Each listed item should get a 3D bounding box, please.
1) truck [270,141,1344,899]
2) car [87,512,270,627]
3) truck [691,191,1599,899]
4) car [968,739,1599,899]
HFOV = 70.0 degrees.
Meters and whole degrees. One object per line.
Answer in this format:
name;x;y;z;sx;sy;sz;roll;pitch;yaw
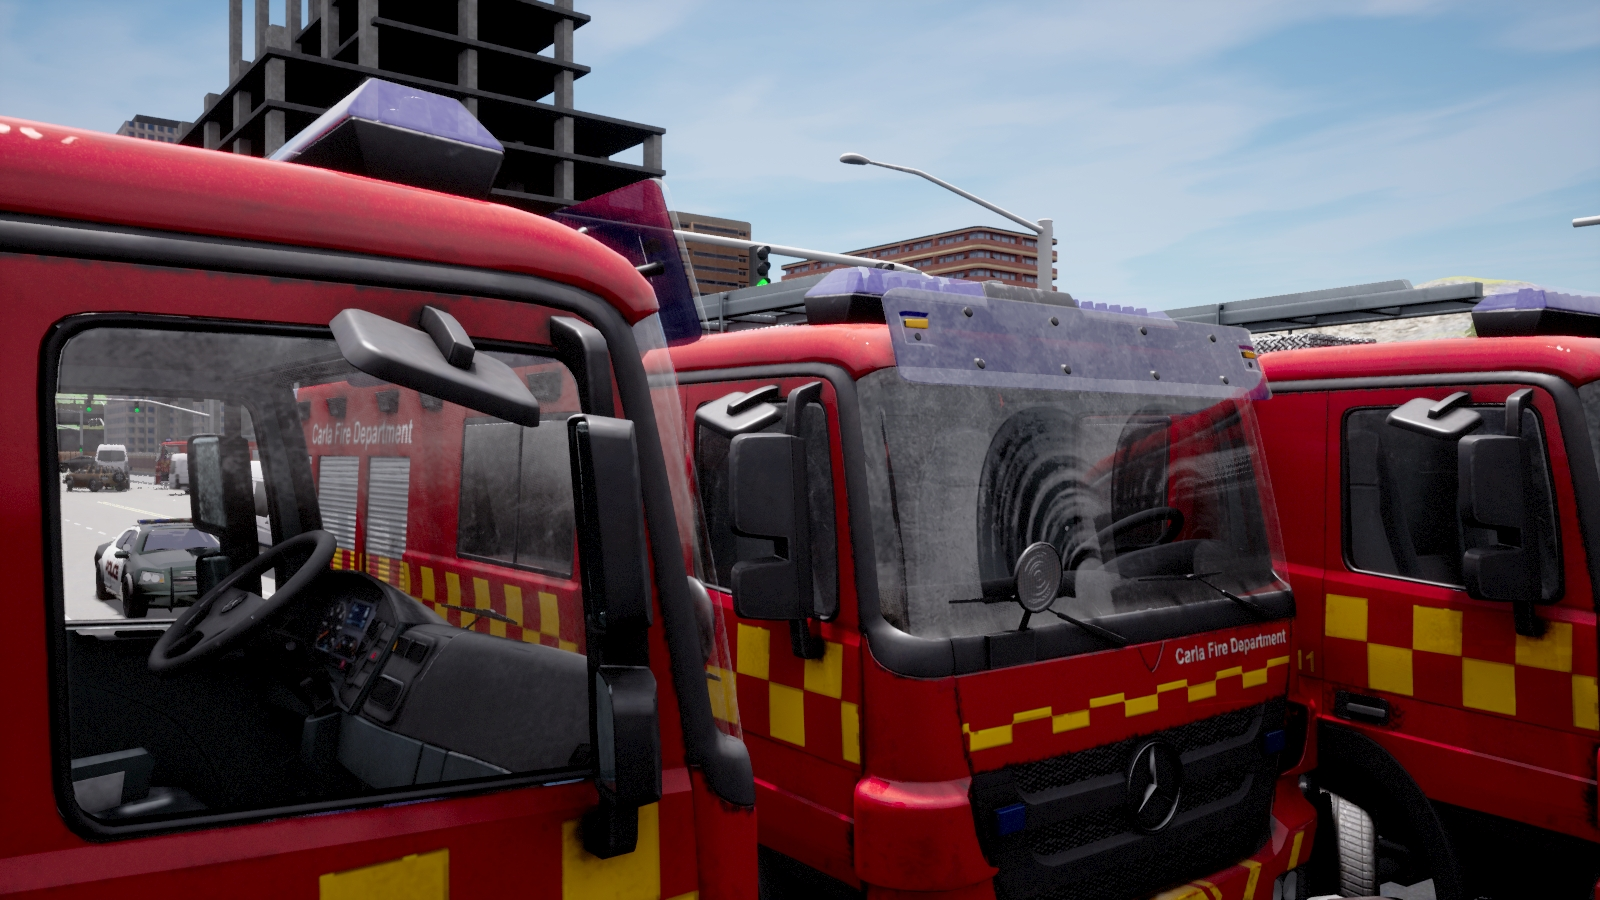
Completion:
truck;-1.099;0.890;8.003;2.891;3.827;8.468;0;0;-38
car;-11.386;2.037;20.746;2.038;1.542;4.974;0;0;-39
truck;2.348;0.890;8.605;2.891;3.827;8.468;0;0;-31
car;2.437;2.065;3.109;1.970;1.475;3.806;0;0;-30
